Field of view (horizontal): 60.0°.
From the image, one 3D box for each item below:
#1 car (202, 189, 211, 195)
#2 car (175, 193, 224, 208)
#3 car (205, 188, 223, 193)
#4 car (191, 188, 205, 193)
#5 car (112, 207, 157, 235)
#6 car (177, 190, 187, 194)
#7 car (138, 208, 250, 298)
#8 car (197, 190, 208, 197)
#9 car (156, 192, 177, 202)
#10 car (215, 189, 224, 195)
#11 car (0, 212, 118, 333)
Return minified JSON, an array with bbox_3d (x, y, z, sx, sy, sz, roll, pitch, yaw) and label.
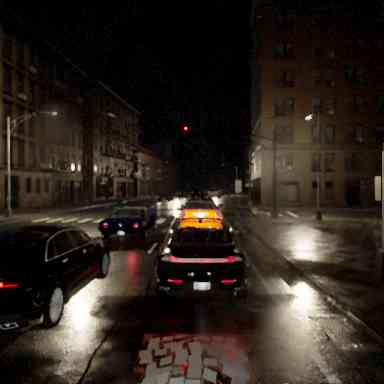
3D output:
[{"bbox_3d":[3.751,0.051,84.290,1.837,1.490,4.892,0,1,8],"label":"car"},{"bbox_3d":[0.472,1.095,17.269,2.097,1.767,4.553,0,1,2],"label":"car"},{"bbox_3d":[4.270,0.203,63.788,2.150,2.045,5.566,0,1,8],"label":"car"},{"bbox_3d":[1.122,0.187,64.802,2.150,2.045,5.566,0,1,8],"label":"car"},{"bbox_3d":[-2.836,1.365,15.875,1.895,1.301,4.718,0,1,2],"label":"car"},{"bbox_3d":[-2.031,0.452,65.853,1.837,1.490,4.892,0,1,8],"label":"car"},{"bbox_3d":[0.210,1.369,8.154,2.128,1.511,4.902,0,1,1],"label":"car"},{"bbox_3d":[2.465,0.331,74.775,2.033,1.411,5.357,0,1,8],"label":"car"},{"bbox_3d":[-3.926,0.745,50.196,1.812,1.442,4.674,0,1,6],"label":"car"},{"bbox_3d":[6.972,0.081,83.855,1.812,1.442,4.674,0,1,8],"label":"car"},{"bbox_3d":[-3.053,1.403,6.741,1.837,1.490,4.892,0,1,1],"label":"car"}]
